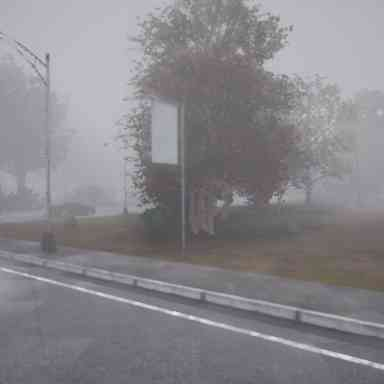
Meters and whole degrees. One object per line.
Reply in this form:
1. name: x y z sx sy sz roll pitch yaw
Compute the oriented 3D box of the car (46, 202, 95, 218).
1. car: -12.444 1.733 34.405 1.882 1.535 5.008 -1 0 39
